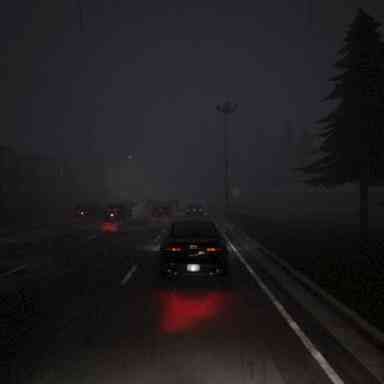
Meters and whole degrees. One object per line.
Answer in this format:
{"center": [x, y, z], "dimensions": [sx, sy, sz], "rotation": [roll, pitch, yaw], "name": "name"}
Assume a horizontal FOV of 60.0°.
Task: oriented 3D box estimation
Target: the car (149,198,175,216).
{"center": [-3.252, 1.752, 36.864], "dimensions": [1.882, 1.535, 5.008], "rotation": [0, -1, 0], "name": "car"}

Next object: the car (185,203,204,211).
{"center": [0.253, 1.801, 34.065], "dimensions": [2.033, 1.411, 5.357], "rotation": [0, 0, 0], "name": "car"}

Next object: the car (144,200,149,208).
{"center": [-6.742, 1.954, 54.767], "dimensions": [2.033, 1.411, 5.357], "rotation": [0, 0, 0], "name": "car"}

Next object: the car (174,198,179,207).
{"center": [-3.238, 1.947, 59.911], "dimensions": [1.837, 1.490, 4.892], "rotation": [0, -1, 0], "name": "car"}

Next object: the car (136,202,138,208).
{"center": [-10.241, 1.956, 54.953], "dimensions": [2.033, 1.411, 5.357], "rotation": [0, 0, 0], "name": "car"}

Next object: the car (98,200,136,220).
{"center": [-6.779, 1.732, 30.624], "dimensions": [1.837, 1.490, 4.892], "rotation": [0, -1, 0], "name": "car"}

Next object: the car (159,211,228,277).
{"center": [0.054, 1.584, 10.449], "dimensions": [1.837, 1.490, 4.892], "rotation": [0, 0, 0], "name": "car"}

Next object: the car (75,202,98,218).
{"center": [-10.263, 1.753, 33.523], "dimensions": [1.837, 1.490, 4.892], "rotation": [0, -1, 0], "name": "car"}
